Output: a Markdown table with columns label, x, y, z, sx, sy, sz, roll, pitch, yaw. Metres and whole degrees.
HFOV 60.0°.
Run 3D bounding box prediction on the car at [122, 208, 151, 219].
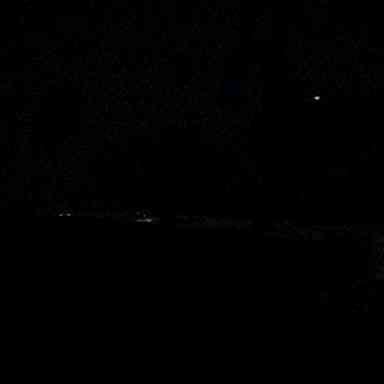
| label | x | y | z | sx | sy | sz | roll | pitch | yaw |
| --- | --- | --- | --- | --- | --- | --- | --- | --- | --- |
| car | -6.881 | 2.580 | 41.016 | 1.895 | 1.301 | 4.718 | 0 | -2 | -36 |

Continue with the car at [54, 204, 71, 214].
| label | x | y | z | sx | sy | sz | roll | pitch | yaw |
| --- | --- | --- | --- | --- | --- | --- | --- | --- | --- |
| car | -27.035 | 3.455 | 69.263 | 2.150 | 2.045 | 5.566 | 0 | -2 | -36 |
